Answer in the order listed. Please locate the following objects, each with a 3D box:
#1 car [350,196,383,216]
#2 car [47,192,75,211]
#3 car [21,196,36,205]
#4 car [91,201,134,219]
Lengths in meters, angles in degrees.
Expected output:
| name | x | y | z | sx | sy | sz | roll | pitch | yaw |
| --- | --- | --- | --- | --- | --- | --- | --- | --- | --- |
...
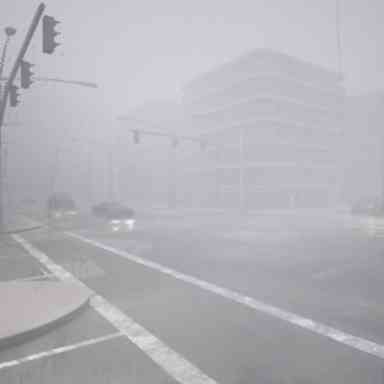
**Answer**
| name | x | y | z | sx | sy | sz | roll | pitch | yaw |
| --- | --- | --- | --- | --- | --- | --- | --- | --- | --- |
| car | 16.095 | 1.156 | 29.578 | 4.553 | 1.767 | 2.097 | 0 | 0 | -35 |
| car | -16.219 | 1.155 | 41.022 | 2.150 | 2.045 | 5.566 | 0 | 0 | -36 |
| car | -28.343 | 1.461 | 57.609 | 1.812 | 1.442 | 4.674 | 0 | 0 | -36 |
| car | -6.873 | 1.477 | 28.351 | 2.033 | 1.411 | 5.357 | 0 | 0 | -36 |
